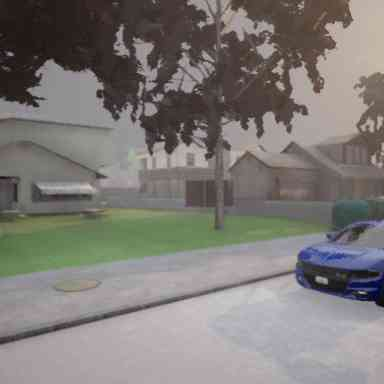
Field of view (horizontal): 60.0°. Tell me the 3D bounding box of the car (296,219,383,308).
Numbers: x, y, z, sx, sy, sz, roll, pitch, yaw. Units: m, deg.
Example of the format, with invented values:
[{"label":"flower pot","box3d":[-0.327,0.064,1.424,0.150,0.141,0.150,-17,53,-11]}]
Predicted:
[{"label":"car","box3d":[4.536,1.425,7.951,5.008,1.535,1.882,-1,0,-36]}]
